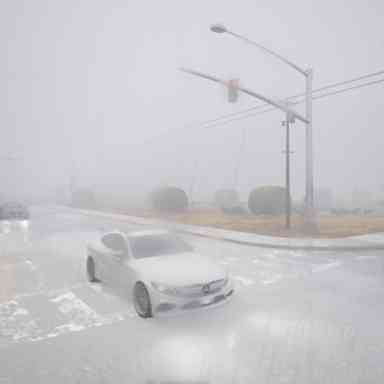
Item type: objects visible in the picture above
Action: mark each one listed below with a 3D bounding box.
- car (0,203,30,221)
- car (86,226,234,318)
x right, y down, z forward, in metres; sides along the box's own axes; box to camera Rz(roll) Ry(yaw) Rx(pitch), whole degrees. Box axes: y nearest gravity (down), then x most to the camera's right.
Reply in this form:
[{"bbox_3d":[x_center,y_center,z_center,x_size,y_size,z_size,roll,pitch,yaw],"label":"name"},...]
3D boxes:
[{"bbox_3d":[-14.606,1.584,27.224,1.994,1.385,4.181,0,1,-35],"label":"car"},{"bbox_3d":[-1.058,1.575,7.691,1.812,1.442,4.674,0,1,-35],"label":"car"}]
